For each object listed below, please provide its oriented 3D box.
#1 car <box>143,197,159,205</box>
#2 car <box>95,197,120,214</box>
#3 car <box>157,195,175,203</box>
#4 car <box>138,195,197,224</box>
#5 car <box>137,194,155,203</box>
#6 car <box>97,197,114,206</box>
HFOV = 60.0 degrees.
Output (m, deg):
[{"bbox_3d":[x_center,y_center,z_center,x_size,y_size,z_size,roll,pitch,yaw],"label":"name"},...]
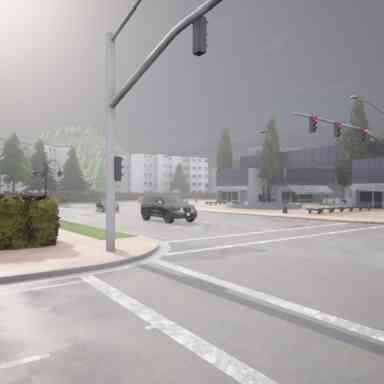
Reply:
[{"bbox_3d":[-7.228,1.547,59.070,2.033,1.411,5.357,0,0,3],"label":"car"},{"bbox_3d":[-9.170,1.489,36.065,2.128,1.511,4.902,0,0,-27],"label":"car"},{"bbox_3d":[-5.314,1.477,69.534,1.882,1.535,5.008,0,0,20],"label":"car"},{"bbox_3d":[-1.929,1.222,25.347,2.150,2.045,5.566,0,0,-37],"label":"car"},{"bbox_3d":[-9.329,1.352,68.065,2.097,1.767,4.553,0,0,15],"label":"car"},{"bbox_3d":[-14.503,1.566,55.906,1.994,1.385,4.181,0,0,-2],"label":"car"}]
